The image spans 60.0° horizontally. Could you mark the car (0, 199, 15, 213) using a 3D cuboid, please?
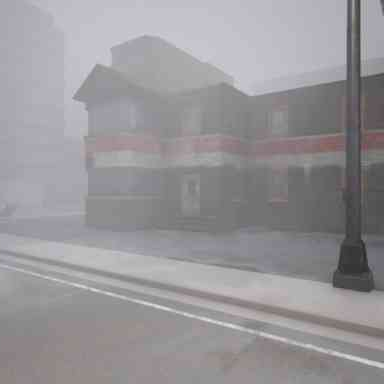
[{"bbox_3d":[-17.597,1.231,28.304,1.853,1.218,4.536,0,0,15],"label":"car"}]

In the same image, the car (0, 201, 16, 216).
[{"bbox_3d":[-17.611,1.389,28.254,2.038,1.542,4.974,0,0,15],"label":"car"}]
